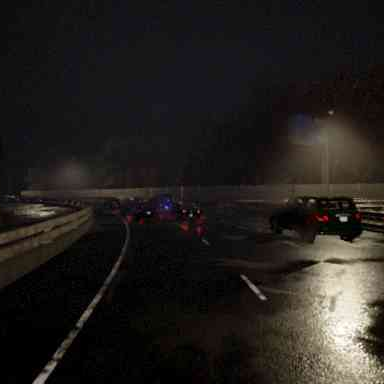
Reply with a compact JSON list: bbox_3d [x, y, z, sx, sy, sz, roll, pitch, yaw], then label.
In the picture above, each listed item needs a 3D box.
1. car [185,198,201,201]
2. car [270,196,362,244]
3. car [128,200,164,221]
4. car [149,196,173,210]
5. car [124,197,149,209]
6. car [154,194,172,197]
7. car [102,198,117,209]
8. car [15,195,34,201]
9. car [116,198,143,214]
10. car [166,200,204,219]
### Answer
[{"bbox_3d":[-0.161,1.521,38.859,1.837,1.490,4.892,0,0,-23],"label":"car"},{"bbox_3d":[5.680,1.191,15.989,2.150,2.045,5.566,0,0,-9],"label":"car"},{"bbox_3d":[-3.901,1.602,27.818,1.994,1.385,4.181,0,0,-16],"label":"car"},{"bbox_3d":[-3.587,1.566,37.978,1.812,1.442,4.674,0,0,-23],"label":"car"},{"bbox_3d":[-8.204,1.569,48.476,2.128,1.511,4.902,0,0,-28],"label":"car"},{"bbox_3d":[-4.631,1.275,49.194,2.150,2.045,5.566,0,0,-28],"label":"car"},{"bbox_3d":[-11.347,1.604,46.942,1.837,1.490,4.892,0,1,-28],"label":"car"},{"bbox_3d":[-43.206,1.501,84.850,4.553,1.767,2.097,0,0,34],"label":"car"},{"bbox_3d":[-6.601,1.586,36.063,1.812,1.442,4.674,0,0,-23],"label":"car"},{"bbox_3d":[-0.653,1.617,29.171,1.895,1.301,4.718,0,0,-16],"label":"car"}]
